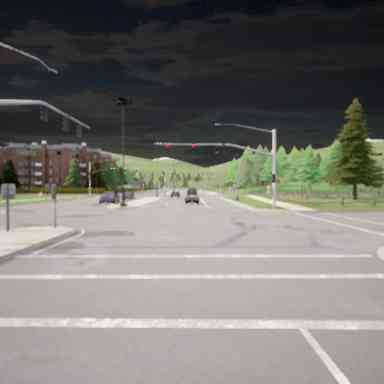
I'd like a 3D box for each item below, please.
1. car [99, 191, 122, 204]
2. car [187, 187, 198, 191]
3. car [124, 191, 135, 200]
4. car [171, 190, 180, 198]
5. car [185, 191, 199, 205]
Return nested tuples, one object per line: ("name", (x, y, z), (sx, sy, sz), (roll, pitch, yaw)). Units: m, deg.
("car", (-11.542, 0.684, 46.713), (2.097, 1.767, 4.553), (0, 1, 1))
("car", (0.017, 0.062, 70.028), (2.150, 2.045, 5.566), (0, 1, 0))
("car", (-11.502, 0.647, 60.069), (1.837, 1.490, 4.892), (0, 1, 1))
("car", (-3.483, 0.363, 70.001), (2.128, 1.511, 4.902), (0, 1, 0))
("car", (0.011, 0.963, 44.602), (1.895, 1.301, 4.718), (0, 1, 0))
